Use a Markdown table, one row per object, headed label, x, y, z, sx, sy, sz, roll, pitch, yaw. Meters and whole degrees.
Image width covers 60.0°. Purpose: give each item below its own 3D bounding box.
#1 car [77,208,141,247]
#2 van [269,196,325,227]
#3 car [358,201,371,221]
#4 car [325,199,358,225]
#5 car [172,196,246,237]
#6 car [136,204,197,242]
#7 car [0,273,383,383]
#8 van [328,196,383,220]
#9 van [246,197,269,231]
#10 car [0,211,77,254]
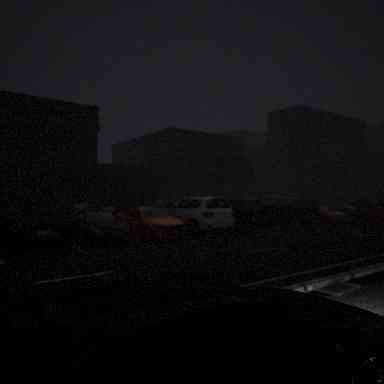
| label | x | y | z | sx | sy | sz | roll | pitch | yaw |
| --- | --- | --- | --- | --- | --- | --- | --- | --- | --- |
| car | -4.448 | 1.545 | 15.430 | 2.002 | 1.452 | 4.674 | 0 | 0 | -36 |
| van | 6.702 | 1.317 | 23.538 | 1.878 | 1.987 | 4.442 | 0 | 0 | -36 |
| car | 11.258 | 1.606 | 26.648 | 2.002 | 1.452 | 4.674 | 0 | 0 | -36 |
| car | 9.121 | 1.551 | 24.896 | 1.946 | 1.575 | 5.366 | 0 | 0 | -36 |
| car | 0.024 | 1.266 | 18.657 | 2.435 | 2.045 | 5.566 | 0 | 0 | -36 |
| car | -2.205 | 1.510 | 17.036 | 2.097 | 1.535 | 5.008 | 0 | 0 | -36 |
| car | -0.098 | 1.548 | 3.063 | 5.357 | 1.411 | 2.033 | 0 | 0 | -36 |
| van | 13.432 | 1.352 | 28.349 | 1.878 | 1.987 | 4.442 | 0 | 0 | -36 |
| van | 2.217 | 1.299 | 20.333 | 1.878 | 1.987 | 4.442 | 0 | 0 | -36 |
| car | -6.705 | 1.530 | 13.849 | 2.163 | 1.488 | 4.792 | 0 | 0 | -36 |
